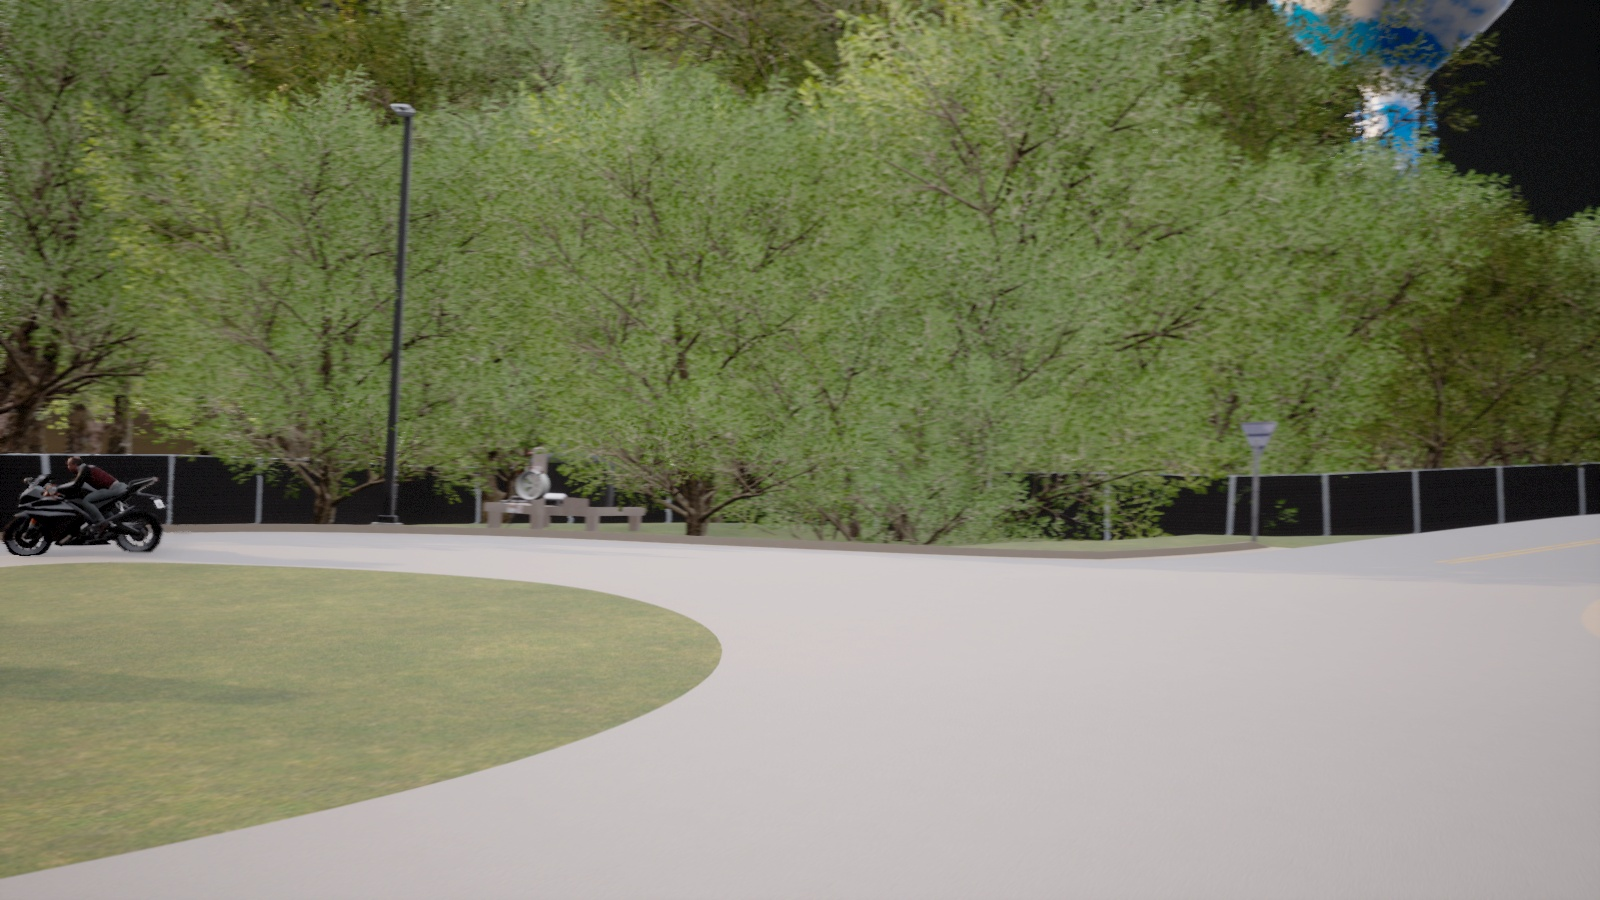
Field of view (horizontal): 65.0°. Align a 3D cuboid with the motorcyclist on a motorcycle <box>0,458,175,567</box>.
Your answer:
[{"bbox_3d":[-10.860,0.923,19.134,2.191,1.530,0.866,-1,1,-10],"label":"motorcyclist on a motorcycle"}]
